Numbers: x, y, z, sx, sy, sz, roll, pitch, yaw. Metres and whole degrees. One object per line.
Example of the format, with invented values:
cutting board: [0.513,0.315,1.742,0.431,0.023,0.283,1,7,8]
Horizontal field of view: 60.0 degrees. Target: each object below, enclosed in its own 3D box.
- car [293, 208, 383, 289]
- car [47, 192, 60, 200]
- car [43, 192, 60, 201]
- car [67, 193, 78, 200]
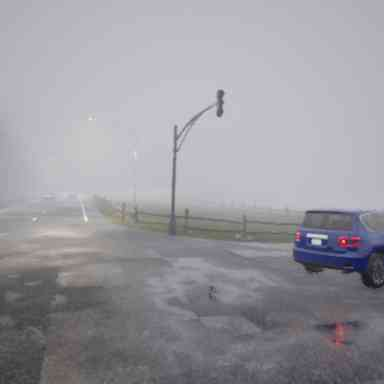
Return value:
car: [5.622,1.572,10.429,5.566,2.045,2.150,3,-3,-33]
car: [-27.873,0.768,67.151,2.128,1.511,4.902,2,0,-19]
car: [-24.615,0.817,57.624,2.128,1.511,4.902,2,0,-19]
car: [-23.997,0.926,66.623,2.033,1.411,5.357,2,0,-19]
